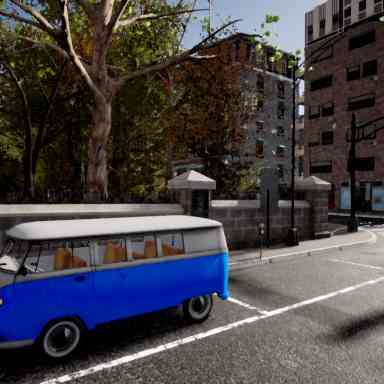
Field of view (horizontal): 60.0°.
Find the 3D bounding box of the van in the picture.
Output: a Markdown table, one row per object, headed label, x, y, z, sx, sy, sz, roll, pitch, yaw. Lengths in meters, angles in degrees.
| label | x | y | z | sx | sy | sz | roll | pitch | yaw |
| --- | --- | --- | --- | --- | --- | --- | --- | --- | --- |
| van | -1.220 | 1.342 | 5.631 | 3.998 | 1.788 | 1.690 | 0 | 1 | -36 |
